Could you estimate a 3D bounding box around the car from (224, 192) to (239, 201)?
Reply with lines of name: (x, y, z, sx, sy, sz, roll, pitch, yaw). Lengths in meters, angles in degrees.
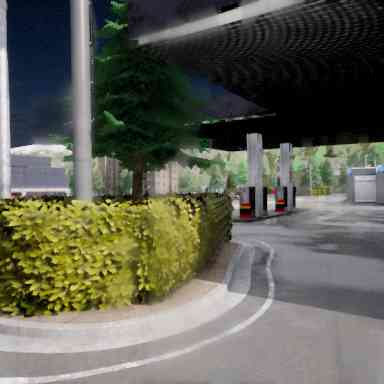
car: (7.440, 0.848, 63.913, 5.027, 1.636, 2.152, -1, 1, 35)

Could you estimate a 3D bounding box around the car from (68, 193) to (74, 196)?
car: (-24.236, 1.117, 63.880, 3.866, 1.878, 1.905, -1, 1, 35)

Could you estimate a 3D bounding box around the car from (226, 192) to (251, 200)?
car: (9.213, 0.809, 66.501, 4.514, 1.523, 2.007, -1, 1, 35)

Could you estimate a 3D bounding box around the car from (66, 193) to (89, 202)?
car: (-22.890, 1.097, 66.488, 4.605, 1.855, 1.932, -1, 1, 35)

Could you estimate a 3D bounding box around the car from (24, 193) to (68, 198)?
car: (-14.769, 1.179, 33.591, 3.866, 1.878, 1.905, -1, 1, 35)
